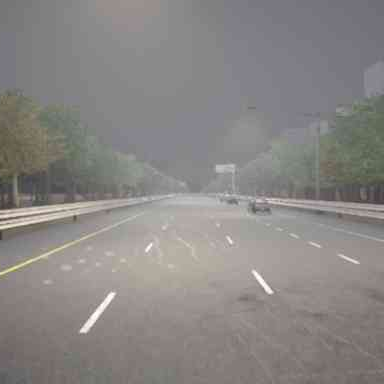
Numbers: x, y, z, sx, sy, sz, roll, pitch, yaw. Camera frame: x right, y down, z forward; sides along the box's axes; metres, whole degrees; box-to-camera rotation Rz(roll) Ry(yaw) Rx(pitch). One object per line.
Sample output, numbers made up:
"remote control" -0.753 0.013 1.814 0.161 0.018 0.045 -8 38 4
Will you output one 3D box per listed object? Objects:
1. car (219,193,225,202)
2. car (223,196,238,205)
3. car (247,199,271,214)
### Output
"car" 7.321 1.577 77.583 2.128 1.511 4.902 0 0 0
"car" 7.193 1.548 60.465 1.837 1.490 4.892 0 0 0
"car" 7.065 1.507 35.541 2.128 1.511 4.902 0 0 0
